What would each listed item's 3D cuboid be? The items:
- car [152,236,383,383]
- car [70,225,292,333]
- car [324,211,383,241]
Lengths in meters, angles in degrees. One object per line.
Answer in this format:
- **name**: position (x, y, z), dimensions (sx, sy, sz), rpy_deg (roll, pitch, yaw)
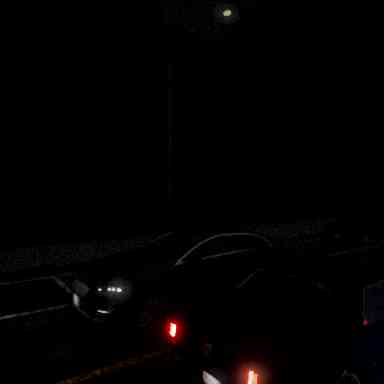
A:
- **car**: position (2.016, 1.601, 4.596), dimensions (4.718, 1.301, 1.895), rpy_deg (0, 0, -35)
- **car**: position (0.105, 1.491, 6.854), dimensions (4.902, 1.511, 2.128), rpy_deg (0, 0, -35)
- **car**: position (8.036, 1.566, 15.630), dimensions (4.313, 1.339, 1.947), rpy_deg (0, 0, -36)
